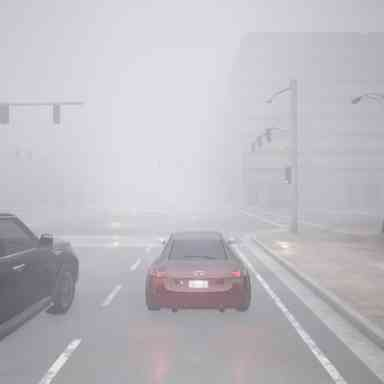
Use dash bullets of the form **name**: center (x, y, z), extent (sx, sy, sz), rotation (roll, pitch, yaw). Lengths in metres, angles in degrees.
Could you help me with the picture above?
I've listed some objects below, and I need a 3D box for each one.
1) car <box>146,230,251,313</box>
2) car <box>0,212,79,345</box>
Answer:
- **car**: center (0.115, 1.564, 7.761), extent (1.994, 1.385, 4.181), rotation (0, 0, 0)
- **car**: center (-3.395, 1.221, 4.436), extent (2.150, 2.045, 5.566), rotation (0, 0, 1)
